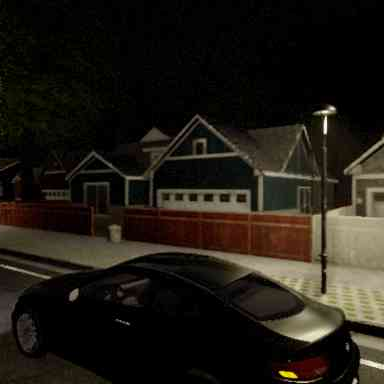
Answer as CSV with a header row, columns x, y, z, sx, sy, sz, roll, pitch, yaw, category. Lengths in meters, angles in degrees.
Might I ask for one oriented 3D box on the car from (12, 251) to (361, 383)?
x,y,z,sx,sy,sz,roll,pitch,yaw,category
-0.438,1.526,4.305,4.674,1.442,1.812,0,0,36,car
